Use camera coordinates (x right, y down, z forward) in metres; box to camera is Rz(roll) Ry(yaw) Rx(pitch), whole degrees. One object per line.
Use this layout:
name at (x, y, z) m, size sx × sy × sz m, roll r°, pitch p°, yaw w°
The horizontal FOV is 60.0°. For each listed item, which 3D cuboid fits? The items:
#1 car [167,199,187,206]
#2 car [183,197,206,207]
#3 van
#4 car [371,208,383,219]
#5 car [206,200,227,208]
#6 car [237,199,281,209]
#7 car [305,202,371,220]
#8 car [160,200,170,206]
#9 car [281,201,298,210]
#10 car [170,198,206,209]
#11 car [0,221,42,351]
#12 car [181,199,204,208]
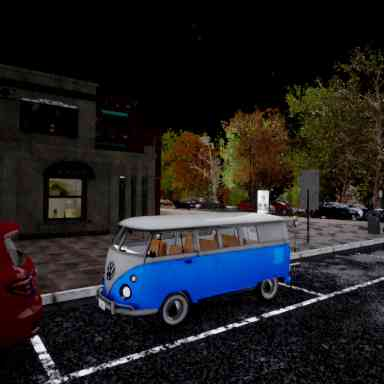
car at (-3.074, 2.172, 68.129) m, size 1.812 × 1.442 × 4.674 m, roll 1°, pitch -1°, yaw -34°
car at (0.443, 1.935, 63.013) m, size 2.097 × 1.767 × 4.553 m, roll 1°, pitch -1°, yaw -34°
van at (0.225, 1.342, 6.716) m, size 3.998 × 1.788 × 1.690 m, roll 0°, pitch 1°, yaw -35°
car at (14.832, 1.733, 29.929) m, size 1.895 × 1.301 × 4.718 m, roll 1°, pitch -1°, yaw -34°
car at (2.726, 1.900, 47.813) m, size 2.033 × 1.411 × 5.357 m, roll 1°, pitch -1°, yaw -34°
car at (6.848, 1.539, 35.929) m, size 2.097 × 1.767 × 4.553 m, roll 1°, pitch -1°, yaw -34°
car at (11.993, 1.583, 28.305) m, size 2.128 × 1.511 × 4.902 m, roll 1°, pitch -1°, yaw -34°
car at (-5.782, 2.204, 66.330) m, size 1.895 × 1.301 × 4.718 m, roll 1°, pitch -1°, yaw -34°
car at (9.751, 1.751, 37.434) m, size 1.812 × 1.442 × 4.674 m, roll 1°, pitch -1°, yaw -34°
car at (-0.622, 1.813, 46.973) m, size 2.128 × 1.511 × 4.902 m, roll 1°, pitch -1°, yaw -34°
car at (-4.282, 1.315, 3.491) m, size 5.009 × 1.841 × 2.192 m, roll 0°, pitch 1°, yaw -35°
car at (0.008, 2.024, 57.833) m, size 1.812 × 1.442 × 4.674 m, roll 1°, pitch -1°, yaw -34°
